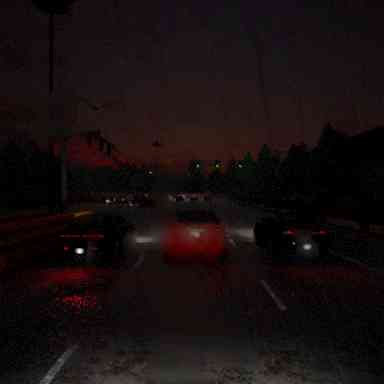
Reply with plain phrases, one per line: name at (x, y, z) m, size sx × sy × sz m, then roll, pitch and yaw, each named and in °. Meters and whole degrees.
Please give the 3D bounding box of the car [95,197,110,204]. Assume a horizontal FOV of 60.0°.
car at (-17.183, 1.634, 64.483) m, size 2.033 × 1.411 × 5.357 m, roll 0°, pitch 0°, yaw 0°

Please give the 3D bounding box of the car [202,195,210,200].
car at (3.965, 1.491, 92.960) m, size 2.128 × 1.511 × 4.902 m, roll 0°, pitch 0°, yaw 0°

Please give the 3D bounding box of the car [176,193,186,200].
car at (-3.086, 1.635, 82.992) m, size 1.812 × 1.442 × 4.674 m, roll 0°, pitch 0°, yaw 0°

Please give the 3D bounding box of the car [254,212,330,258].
car at (3.631, 1.509, 12.823) m, size 2.128 × 1.511 × 4.902 m, roll 0°, pitch 0°, yaw 1°

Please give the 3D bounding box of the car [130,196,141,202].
car at (-13.602, 1.636, 79.839) m, size 1.812 × 1.442 × 4.674 m, roll 0°, pitch 0°, yaw 0°

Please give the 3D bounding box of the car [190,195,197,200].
car at (0.465, 1.489, 92.978) m, size 1.812 × 1.442 × 4.674 m, roll 0°, pitch 0°, yaw 0°

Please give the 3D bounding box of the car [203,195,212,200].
car at (3.912, 1.635, 82.540) m, size 2.128 × 1.511 × 4.902 m, roll 0°, pitch 0°, yaw 0°

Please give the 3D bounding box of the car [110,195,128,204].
car at (-13.692, 1.443, 64.279) m, size 2.097 × 1.767 × 4.553 m, roll 0°, pitch 0°, yaw 1°

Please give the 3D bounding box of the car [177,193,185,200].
car at (-3.034, 1.190, 93.026) m, size 2.150 × 2.045 × 5.566 m, roll 0°, pitch 0°, yaw 0°

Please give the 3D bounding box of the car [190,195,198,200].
car at (0.412, 1.634, 82.557) m, size 2.128 × 1.511 × 4.902 m, roll 0°, pitch 0°, yaw 0°

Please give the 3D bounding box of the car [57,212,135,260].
car at (-3.373, 1.522, 12.471) m, size 1.837 × 1.490 × 4.892 m, roll 0°, pitch 0°, yaw 1°

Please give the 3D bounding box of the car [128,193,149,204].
car at (-10.192, 1.310, 64.218) m, size 2.150 × 2.045 × 5.566 m, roll 0°, pitch 0°, yaw 1°

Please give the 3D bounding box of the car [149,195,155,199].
car at (-10.102, 1.468, 79.892) m, size 2.097 × 1.767 × 4.553 m, roll 0°, pitch 0°, yaw 0°

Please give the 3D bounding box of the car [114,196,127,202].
car at (-17.101, 1.652, 80.024) m, size 2.033 × 1.411 × 5.357 m, roll 0°, pitch 0°, yaw 0°

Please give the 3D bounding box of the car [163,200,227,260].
car at (0.129, 1.370, 12.725) m, size 2.097 × 1.767 × 4.553 m, roll 0°, pitch 0°, yaw 1°
